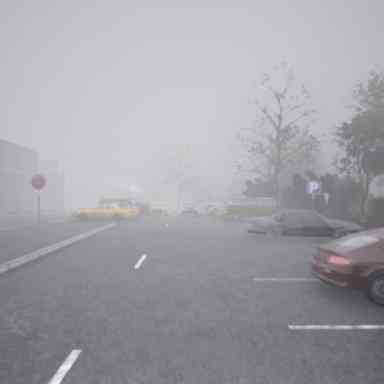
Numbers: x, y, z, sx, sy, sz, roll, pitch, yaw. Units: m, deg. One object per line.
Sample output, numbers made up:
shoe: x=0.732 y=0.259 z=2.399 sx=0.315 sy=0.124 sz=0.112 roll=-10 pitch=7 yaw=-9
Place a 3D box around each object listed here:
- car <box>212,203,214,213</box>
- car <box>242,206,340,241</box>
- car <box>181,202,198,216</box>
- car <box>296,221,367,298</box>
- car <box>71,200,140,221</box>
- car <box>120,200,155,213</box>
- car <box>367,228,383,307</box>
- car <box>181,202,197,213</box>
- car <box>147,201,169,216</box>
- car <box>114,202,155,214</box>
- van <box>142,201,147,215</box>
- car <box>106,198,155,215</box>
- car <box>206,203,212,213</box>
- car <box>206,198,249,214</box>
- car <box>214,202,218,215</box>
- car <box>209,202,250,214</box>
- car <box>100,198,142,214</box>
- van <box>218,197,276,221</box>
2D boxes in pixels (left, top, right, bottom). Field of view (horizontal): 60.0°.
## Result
car: x=5.014 y=1.783 z=33.650 sx=5.366 sy=1.575 sz=1.946 roll=0 pitch=-1 yaw=-1
car: x=5.338 y=1.592 z=16.225 sx=5.357 sy=1.411 sz=2.033 roll=0 pitch=0 yaw=12
car: x=-0.305 y=1.973 z=38.235 sx=2.033 sy=1.411 sz=5.357 roll=0 pitch=-2 yaw=-1
car: x=5.038 y=1.530 z=7.402 sx=4.674 sy=1.452 sz=2.002 roll=0 pitch=0 yaw=0
car: x=-7.580 y=1.691 z=28.728 sx=5.366 sy=1.575 sz=1.946 roll=0 pitch=-1 yaw=-1
car: x=-7.565 y=2.050 z=46.825 sx=4.553 sy=1.767 sz=2.185 roll=0 pitch=-2 yaw=-1
car: x=5.113 y=1.356 z=4.232 sx=4.553 sy=1.767 sz=2.185 roll=0 pitch=0 yaw=0
car: x=-0.415 y=2.247 z=48.635 sx=2.128 sy=1.511 sz=4.902 roll=0 pitch=-2 yaw=2
car: x=-3.630 y=1.874 z=37.075 sx=1.882 sy=1.535 sz=5.008 roll=0 pitch=-1 yaw=0
car: x=-7.550 y=2.078 z=43.787 sx=5.008 sy=1.535 sz=2.097 roll=0 pitch=-2 yaw=-1
van: x=-7.334 y=1.595 z=34.689 sx=4.442 sy=1.987 sz=1.878 roll=0 pitch=-1 yaw=-1
car: x=-7.486 y=1.733 z=40.879 sx=5.566 sy=2.045 sz=2.435 roll=0 pitch=-2 yaw=-1
car: x=4.747 y=1.680 z=39.370 sx=5.566 sy=2.045 sz=2.435 roll=0 pitch=-2 yaw=-1
car: x=4.672 y=1.851 z=44.829 sx=5.566 sy=2.045 sz=2.435 roll=0 pitch=-2 yaw=-1
car: x=5.037 y=1.726 z=30.990 sx=5.366 sy=1.575 sz=1.946 roll=0 pitch=-1 yaw=-1
car: x=4.731 y=2.018 z=42.154 sx=4.892 sy=1.521 sz=2.231 roll=0 pitch=-2 yaw=-1
car: x=-7.391 y=1.625 z=31.650 sx=4.553 sy=1.767 sz=2.185 roll=0 pitch=-1 yaw=-1
van: x=4.761 y=1.450 z=28.198 sx=4.442 sy=1.987 sz=1.878 roll=0 pitch=-1 yaw=-1
